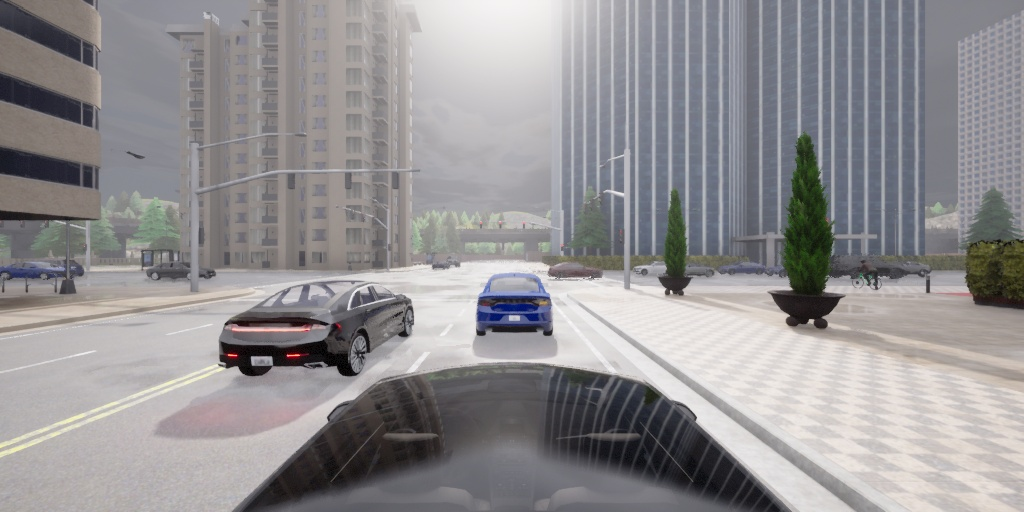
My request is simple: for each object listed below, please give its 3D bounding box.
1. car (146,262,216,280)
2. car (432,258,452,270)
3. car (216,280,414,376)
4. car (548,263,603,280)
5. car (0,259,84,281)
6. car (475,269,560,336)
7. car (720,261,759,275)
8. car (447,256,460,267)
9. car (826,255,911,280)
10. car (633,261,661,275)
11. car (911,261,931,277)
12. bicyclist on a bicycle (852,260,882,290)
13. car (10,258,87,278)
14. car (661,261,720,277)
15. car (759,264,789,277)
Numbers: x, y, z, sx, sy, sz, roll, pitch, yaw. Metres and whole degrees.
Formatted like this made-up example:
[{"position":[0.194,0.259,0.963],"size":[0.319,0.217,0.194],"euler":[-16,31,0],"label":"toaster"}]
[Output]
[{"position":[-27.716,1.255,30.138],"size":[4.892,1.490,1.837],"euler":[0,0,-1],"label":"car"},{"position":[-10.633,1.351,53.547],"size":[1.895,1.301,4.718],"euler":[0,0,0],"label":"car"},{"position":[-3.447,1.242,7.390],"size":[2.128,1.511,4.902],"euler":[0,0,0],"label":"car"},{"position":[5.343,1.276,30.493],"size":[4.674,1.442,1.812],"euler":[0,0,-1],"label":"car"},{"position":[-39.607,1.228,30.031],"size":[5.008,1.535,1.882],"euler":[1,0,0],"label":"car"},{"position":[0.069,1.228,10.429],"size":[1.882,1.535,5.008],"euler":[0,0,0],"label":"car"},{"position":[24.266,1.276,37.896],"size":[4.674,1.442,1.812],"euler":[0,0,0],"label":"car"},{"position":[-10.602,0.971,64.221],"size":[2.150,2.045,5.566],"euler":[0,0,0],"label":"car"},{"position":[30.114,0.971,30.764],"size":[5.566,2.045,2.150],"euler":[0,0,-1],"label":"car"},{"position":[15.183,1.276,37.802],"size":[4.674,1.442,1.812],"euler":[0,0,-1],"label":"car"},{"position":[37.227,1.242,34.521],"size":[4.902,1.511,2.128],"euler":[0,0,0],"label":"car"},{"position":[19.628,1.051,19.865],"size":[0.582,1.620,1.656],"euler":[0,0,-1],"label":"bicyclist on a bicycle"},{"position":[-43.391,1.102,33.659],"size":[4.553,1.767,2.097],"euler":[0,0,-1],"label":"car"},{"position":[16.987,1.314,34.321],"size":[4.181,1.385,1.994],"euler":[0,0,-1],"label":"car"},{"position":[26.906,1.276,34.420],"size":[4.674,1.442,1.812],"euler":[0,0,0],"label":"car"}]
